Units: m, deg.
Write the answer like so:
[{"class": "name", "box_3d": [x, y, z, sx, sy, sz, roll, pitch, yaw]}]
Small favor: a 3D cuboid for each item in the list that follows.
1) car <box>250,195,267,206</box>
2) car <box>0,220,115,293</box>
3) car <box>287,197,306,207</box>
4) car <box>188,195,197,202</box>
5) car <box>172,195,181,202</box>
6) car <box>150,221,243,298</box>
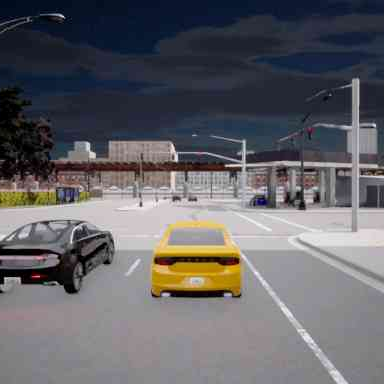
[{"class": "car", "box_3d": [9.816, 1.252, 48.826, 2.242, 1.667, 4.611, 0, 0, 0]}, {"class": "car", "box_3d": [-3.399, 1.474, 8.770, 2.128, 1.511, 4.902, 0, 0, 0]}, {"class": "car", "box_3d": [15.562, 1.425, 49.576, 1.970, 1.475, 3.806, 0, 0, 0]}, {"class": "car", "box_3d": [0.157, 1.444, 73.522, 1.994, 1.385, 4.181, 0, 0, 0]}, {"class": "car", "box_3d": [-3.342, 1.385, 73.529, 1.837, 1.490, 4.892, 0, 0, 0]}, {"class": "car", "box_3d": [0.100, 1.468, 8.553, 1.882, 1.535, 5.008, 0, 0, 0]}]
